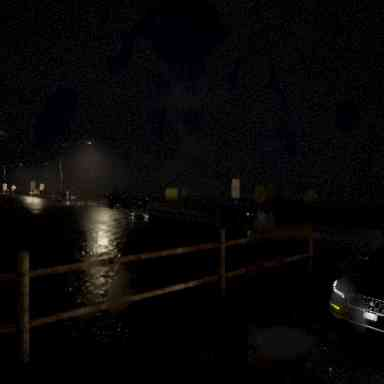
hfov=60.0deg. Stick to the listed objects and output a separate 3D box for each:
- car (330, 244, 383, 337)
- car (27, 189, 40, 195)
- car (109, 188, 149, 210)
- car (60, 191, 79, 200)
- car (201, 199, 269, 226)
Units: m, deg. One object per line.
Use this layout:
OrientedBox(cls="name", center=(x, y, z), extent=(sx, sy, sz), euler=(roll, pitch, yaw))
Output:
OrientedBox(cls="car", center=(4.540, 1.534, 6.194), extent=(4.892, 1.490, 1.837), euler=(0, 0, -36))
OrientedBox(cls="car", center=(-39.824, 0.070, 84.228), extent=(1.882, 1.535, 5.008), euler=(1, 0, -33))
OrientedBox(cls="car", center=(-6.343, 0.609, 32.982), extent=(2.150, 2.045, 5.566), euler=(1, 1, -36))
OrientedBox(cls="car", center=(-18.408, 0.571, 49.945), extent=(1.812, 1.442, 4.674), euler=(1, 0, -36))
OrientedBox(cls="car", center=(2.545, 1.179, 20.536), extent=(2.128, 1.511, 4.902), euler=(1, 1, -35))
